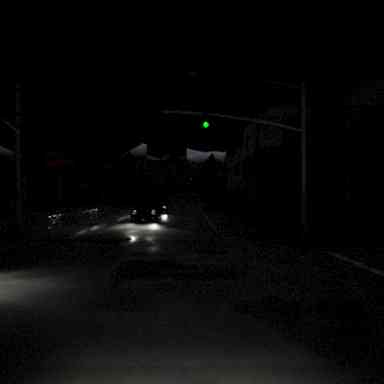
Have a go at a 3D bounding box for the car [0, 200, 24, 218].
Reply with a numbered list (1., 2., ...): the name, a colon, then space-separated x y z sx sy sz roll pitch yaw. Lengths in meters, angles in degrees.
1. car: -19.237 1.792 33.323 2.007 1.523 4.514 0 -1 -1

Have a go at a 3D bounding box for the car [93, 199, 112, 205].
1. car: -22.950 2.501 85.158 4.611 1.667 2.242 0 -1 -1

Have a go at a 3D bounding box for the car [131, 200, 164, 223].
1. car: -3.865 1.640 28.537 2.097 1.767 4.553 0 -1 0

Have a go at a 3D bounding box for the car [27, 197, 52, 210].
1. car: -23.099 1.746 51.160 1.905 1.878 3.866 0 -1 -1

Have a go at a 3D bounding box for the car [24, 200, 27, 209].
1. car: -26.431 2.028 51.729 1.970 1.475 3.806 0 -1 -1

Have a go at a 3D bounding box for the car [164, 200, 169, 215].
1. car: -3.960 1.758 39.959 2.097 1.767 4.553 0 -1 -1
